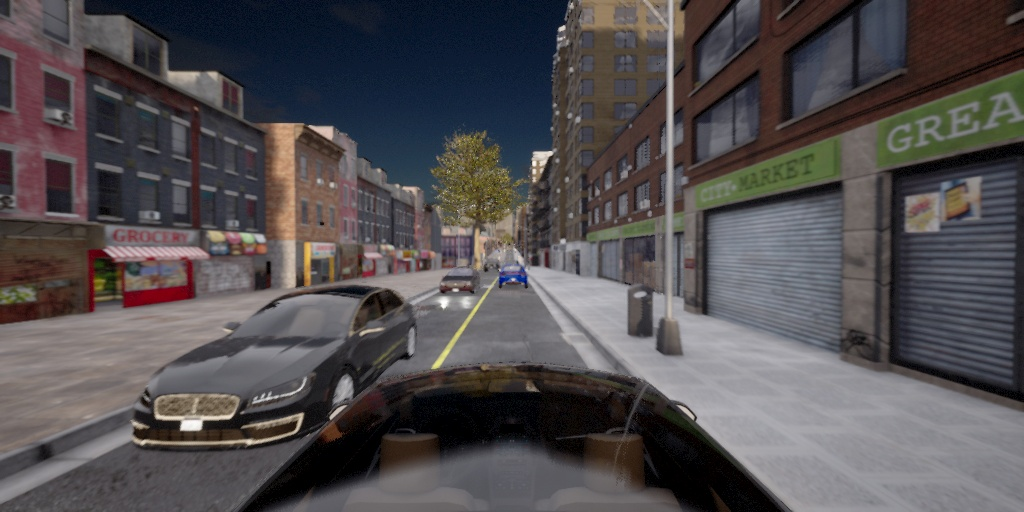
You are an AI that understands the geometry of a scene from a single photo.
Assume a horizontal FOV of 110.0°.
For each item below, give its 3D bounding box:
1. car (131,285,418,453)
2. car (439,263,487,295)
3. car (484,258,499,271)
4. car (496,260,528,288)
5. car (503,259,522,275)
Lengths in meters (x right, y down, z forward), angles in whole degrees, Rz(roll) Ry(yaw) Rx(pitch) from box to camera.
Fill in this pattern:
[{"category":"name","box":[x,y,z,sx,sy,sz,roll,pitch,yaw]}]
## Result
[{"category":"car","box":[-2.847,1.263,5.606,1.837,1.490,4.892,0,0,0]},{"category":"car","box":[-2.809,1.340,20.595,2.033,1.411,5.357,0,0,1]},{"category":"car","box":[-2.856,1.268,52.612,2.150,2.045,5.566,0,-1,0]},{"category":"car","box":[0.086,1.282,24.505,1.882,1.535,5.008,0,0,0]},{"category":"car","box":[0.073,1.272,41.715,2.097,1.767,4.553,0,-1,0]}]
